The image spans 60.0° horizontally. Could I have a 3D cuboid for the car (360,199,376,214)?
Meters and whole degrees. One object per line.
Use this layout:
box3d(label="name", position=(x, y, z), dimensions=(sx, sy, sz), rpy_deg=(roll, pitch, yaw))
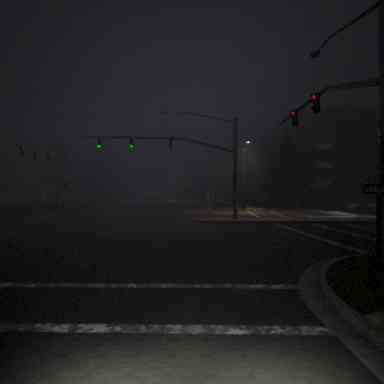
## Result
box3d(label="car", position=(20.016, 1.492, 33.191), dimensions=(5.008, 1.535, 1.882), rpy_deg=(0, 0, 0))

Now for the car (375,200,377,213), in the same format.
box3d(label="car", position=(19.490, 1.614, 29.689), dimensions=(4.718, 1.301, 1.895), rpy_deg=(0, 0, 0))

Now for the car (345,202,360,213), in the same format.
box3d(label="car", position=(19.408, 1.542, 36.687), dimensions=(4.674, 1.442, 1.812), rpy_deg=(0, 0, 0))
